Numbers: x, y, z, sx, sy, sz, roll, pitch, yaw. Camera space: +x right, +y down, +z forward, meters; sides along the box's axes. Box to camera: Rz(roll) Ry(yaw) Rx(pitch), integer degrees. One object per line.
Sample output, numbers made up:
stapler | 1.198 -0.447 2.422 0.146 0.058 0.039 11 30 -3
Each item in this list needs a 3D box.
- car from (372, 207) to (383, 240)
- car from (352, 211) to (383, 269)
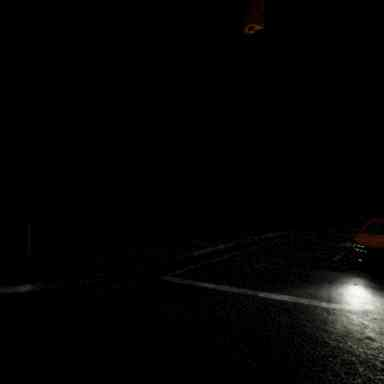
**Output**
car | 12.021 1.825 19.616 2.097 1.767 4.553 -1 -3 33
car | 6.623 1.612 11.154 1.882 1.535 5.008 -1 -2 33
